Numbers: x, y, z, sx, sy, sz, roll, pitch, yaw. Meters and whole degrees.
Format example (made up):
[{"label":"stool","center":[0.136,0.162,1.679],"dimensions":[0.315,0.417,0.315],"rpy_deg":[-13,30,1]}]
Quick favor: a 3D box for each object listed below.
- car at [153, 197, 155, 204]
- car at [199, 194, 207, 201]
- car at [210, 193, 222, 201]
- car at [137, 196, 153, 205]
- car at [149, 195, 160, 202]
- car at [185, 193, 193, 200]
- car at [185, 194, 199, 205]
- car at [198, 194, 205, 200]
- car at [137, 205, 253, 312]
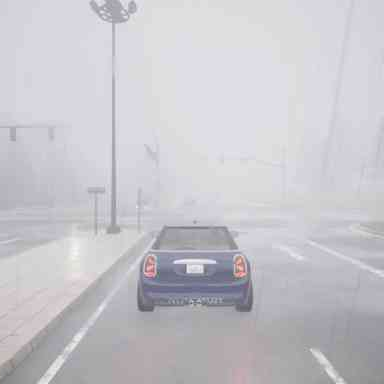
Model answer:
[{"label":"car","center":[-8.389,1.504,66.249],"dimensions":[1.837,1.490,4.892],"rpy_deg":[0,0,0]},{"label":"car","center":[2.828,1.512,85.262],"dimensions":[1.812,1.442,4.674],"rpy_deg":[0,0,-1]},{"label":"car","center":[6.333,1.213,84.992],"dimensions":[2.150,2.045,5.566],"rpy_deg":[0,0,-1]},{"label":"car","center":[-8.299,1.504,57.040],"dimensions":[1.837,1.490,4.892],"rpy_deg":[0,0,-1]},{"label":"car","center":[-8.535,1.539,76.687],"dimensions":[2.033,1.411,5.357],"rpy_deg":[0,0,-1]},{"label":"car","center":[-0.840,1.188,95.559],"dimensions":[2.150,2.045,5.566],"rpy_deg":[0,0,-1]},{"label":"car","center":[-0.176,1.525,54.699],"dimensions":[1.812,1.442,4.674],"rpy_deg":[0,0,-1]},{"label":"car","center":[2.660,1.440,95.586],"dimensions":[1.882,1.535,5.008],"rpy_deg":[0,0,-1]},{"label":"car","center":[0.069,1.352,7.880],"dimensions":[2.097,1.767,4.553],"rpy_deg":[0,0,0]}]
